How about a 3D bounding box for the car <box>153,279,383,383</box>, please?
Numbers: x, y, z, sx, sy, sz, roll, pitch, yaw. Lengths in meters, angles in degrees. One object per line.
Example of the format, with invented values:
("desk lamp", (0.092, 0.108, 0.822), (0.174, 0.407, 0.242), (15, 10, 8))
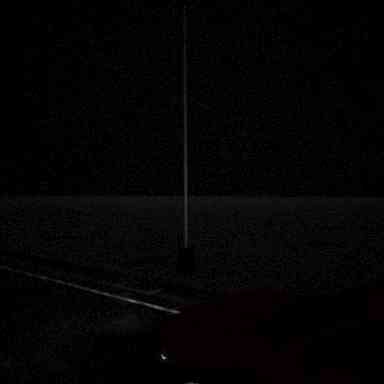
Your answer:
("car", (1.906, 1.478, 2.633), (5.008, 1.535, 1.882), (0, 0, 35))
